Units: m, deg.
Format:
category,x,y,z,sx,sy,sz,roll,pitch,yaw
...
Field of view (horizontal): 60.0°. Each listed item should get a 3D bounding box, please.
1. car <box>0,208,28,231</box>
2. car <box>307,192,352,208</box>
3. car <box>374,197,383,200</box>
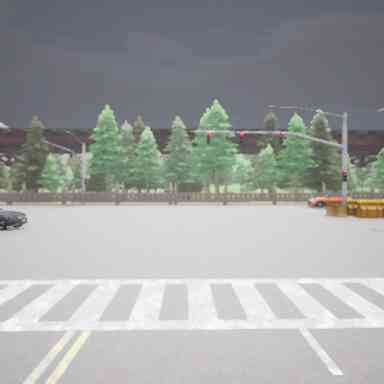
category,x,y,z,sx,sy,sz,roll,pitch,yaw
car,-11.263,1.271,17.649,4.674,1.442,1.812,0,1,-2
car,14.927,0.835,36.152,4.553,1.767,2.097,0,1,-2
car,16.888,1.146,29.207,4.181,1.385,1.994,0,1,-2
